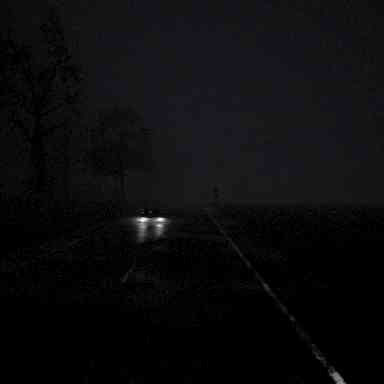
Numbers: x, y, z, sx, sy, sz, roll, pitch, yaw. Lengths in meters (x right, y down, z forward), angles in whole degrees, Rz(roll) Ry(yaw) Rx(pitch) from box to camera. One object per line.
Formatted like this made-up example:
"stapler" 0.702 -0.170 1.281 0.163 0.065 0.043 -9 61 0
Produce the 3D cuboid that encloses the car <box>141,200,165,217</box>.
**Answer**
"car" -3.583 1.490 31.214 1.837 1.490 4.892 0 0 0
